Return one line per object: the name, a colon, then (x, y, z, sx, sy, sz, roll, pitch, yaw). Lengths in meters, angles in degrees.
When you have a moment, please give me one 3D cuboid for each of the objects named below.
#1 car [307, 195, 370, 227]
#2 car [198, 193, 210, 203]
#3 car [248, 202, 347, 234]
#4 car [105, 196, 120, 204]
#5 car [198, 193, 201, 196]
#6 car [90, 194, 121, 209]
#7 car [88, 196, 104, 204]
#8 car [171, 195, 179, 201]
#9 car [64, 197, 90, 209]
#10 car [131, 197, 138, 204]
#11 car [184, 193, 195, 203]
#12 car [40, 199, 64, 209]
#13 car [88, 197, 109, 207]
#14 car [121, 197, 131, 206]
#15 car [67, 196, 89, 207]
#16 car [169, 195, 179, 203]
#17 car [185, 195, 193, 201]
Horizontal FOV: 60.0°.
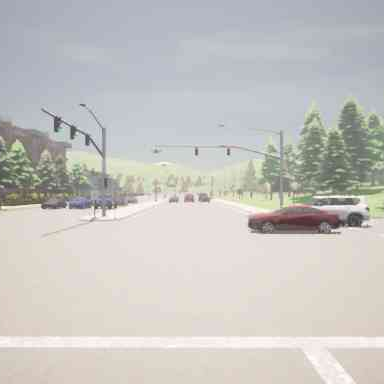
car: (8.896, 1.251, 22.267, 5.566, 2.045, 2.150, 0, 0, 0)
car: (2.911, 1.590, 73.428, 1.837, 1.490, 4.892, 0, 0, -1)
car: (5.687, 1.500, 18.744, 5.008, 1.535, 1.882, 0, 0, 0)
car: (-15.488, 1.557, 65.065, 1.882, 1.535, 5.008, 0, 0, -1)
car: (2.754, 1.296, 83.653, 2.150, 2.045, 5.566, 0, 0, -1)
car: (-11.769, 1.277, 45.707, 2.150, 2.045, 5.566, 0, 0, -1)
car: (-18.984, 1.585, 65.757, 1.837, 1.490, 4.892, 0, 0, -1)
car: (-4.244, 1.589, 83.504, 1.812, 1.442, 4.674, 0, 0, -1)
car: (-15.265, 1.533, 45.525, 1.882, 1.535, 5.008, 0, 0, -1)
car: (-12.002, 1.628, 66.284, 2.033, 1.411, 5.357, 0, 0, 0)
car: (-0.583, 1.314, 73.005, 2.150, 2.045, 5.566, 0, 0, -1)
car: (-18.767, 1.603, 45.593, 2.033, 1.411, 5.357, 0, 0, -1)
car: (-15.395, 1.558, 54.930, 2.128, 1.511, 4.902, 0, 0, -1)
car: (-11.900, 1.572, 55.386, 1.837, 1.490, 4.892, 0, 0, -1)
car: (-18.897, 1.545, 55.324, 1.882, 1.535, 5.008, 0, 0, -1)
car: (-4.082, 1.629, 72.885, 2.033, 1.411, 5.357, 0, 0, -1)
car: (-0.744, 1.566, 83.557, 1.837, 1.490, 4.892, 0, 0, -1)
